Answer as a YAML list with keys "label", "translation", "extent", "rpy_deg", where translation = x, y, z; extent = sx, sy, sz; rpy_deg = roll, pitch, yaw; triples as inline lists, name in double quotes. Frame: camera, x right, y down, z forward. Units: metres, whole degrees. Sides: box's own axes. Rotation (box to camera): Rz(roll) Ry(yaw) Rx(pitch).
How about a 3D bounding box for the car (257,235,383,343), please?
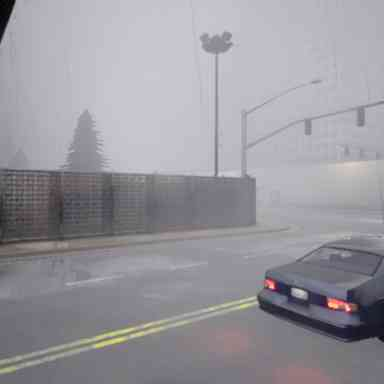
- label: "car"
  translation: [3.663, 1.577, 6.413]
  extent: [5.357, 1.411, 2.033]
  rpy_deg: [0, 0, -35]
